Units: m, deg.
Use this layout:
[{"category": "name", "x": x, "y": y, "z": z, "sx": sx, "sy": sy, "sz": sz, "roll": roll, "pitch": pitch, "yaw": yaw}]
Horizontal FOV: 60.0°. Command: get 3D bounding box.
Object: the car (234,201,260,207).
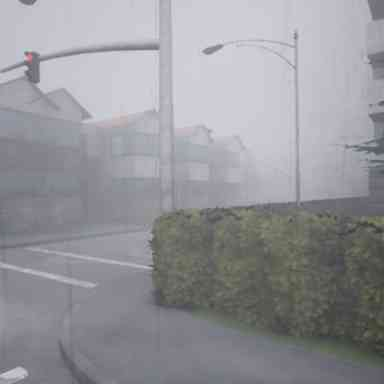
[{"category": "car", "x": 4.761, "y": 1.653, "z": 29.425, "sx": 2.097, "sy": 1.767, "sz": 4.553, "roll": -1, "pitch": -1, "yaw": 35}]
